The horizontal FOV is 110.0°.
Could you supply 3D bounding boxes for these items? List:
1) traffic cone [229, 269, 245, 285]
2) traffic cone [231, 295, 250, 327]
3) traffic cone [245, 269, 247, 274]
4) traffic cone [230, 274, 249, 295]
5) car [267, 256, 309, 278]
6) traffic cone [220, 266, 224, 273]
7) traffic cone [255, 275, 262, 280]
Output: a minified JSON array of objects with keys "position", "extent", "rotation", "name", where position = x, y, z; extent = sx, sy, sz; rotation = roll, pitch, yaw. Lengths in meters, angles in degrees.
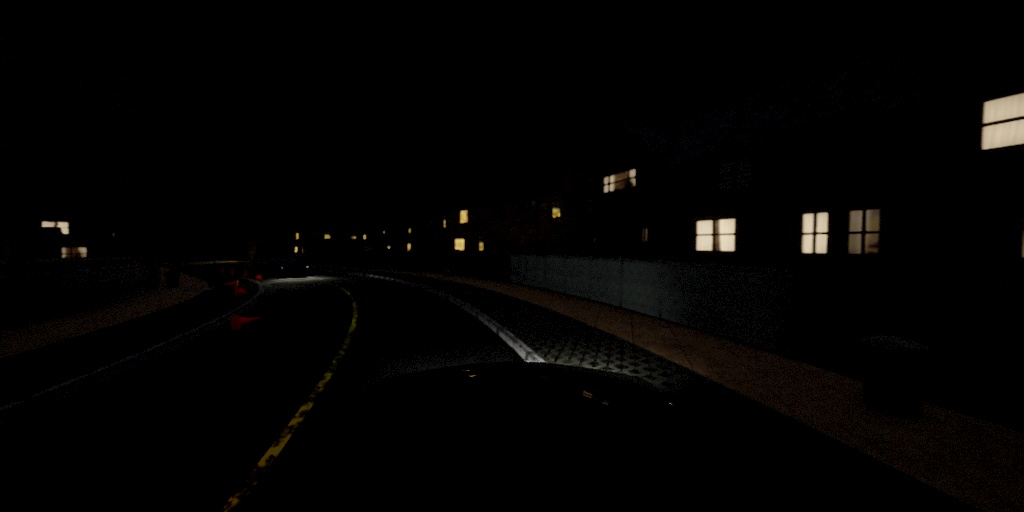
[{"position":[-13.288,1.062,17.354],"extent":[0.340,0.580,0.340],"rotation":[0,0,-21],"name":"traffic cone"},{"position":[-6.840,1.352,8.867],"extent":[0.340,0.580,0.340],"rotation":[0,0,22],"name":"traffic cone"},{"position":[-20.363,1.297,27.413],"extent":[0.340,0.580,0.340],"rotation":[0,0,43],"name":"traffic cone"},{"position":[-10.558,1.107,13.899],"extent":[0.340,0.580,0.340],"rotation":[0,0,29],"name":"traffic cone"},{"position":[-17.116,0.766,27.289],"extent":[5.008,1.535,1.882],"rotation":[0,2,44],"name":"car"},{"position":[-27.643,1.282,34.273],"extent":[0.340,0.580,0.340],"rotation":[0,0,43],"name":"traffic cone"},{"position":[-16.663,1.140,23.604],"extent":[0.340,0.580,0.340],"rotation":[0,0,44],"name":"traffic cone"}]
